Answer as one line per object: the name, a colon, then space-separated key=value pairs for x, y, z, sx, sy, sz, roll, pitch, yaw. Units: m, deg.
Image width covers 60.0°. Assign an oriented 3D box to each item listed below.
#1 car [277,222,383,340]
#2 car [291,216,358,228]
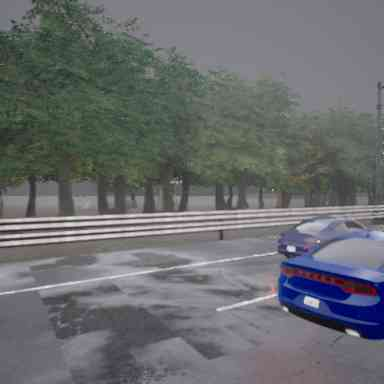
car: x=3.819 y=1.503 z=6.394 sx=5.008 sy=1.535 sz=1.882 roll=0 pitch=0 yaw=-35
car: x=4.909 y=1.564 z=11.403 sx=4.674 sy=1.442 sz=1.812 roll=0 pitch=0 yaw=-35
